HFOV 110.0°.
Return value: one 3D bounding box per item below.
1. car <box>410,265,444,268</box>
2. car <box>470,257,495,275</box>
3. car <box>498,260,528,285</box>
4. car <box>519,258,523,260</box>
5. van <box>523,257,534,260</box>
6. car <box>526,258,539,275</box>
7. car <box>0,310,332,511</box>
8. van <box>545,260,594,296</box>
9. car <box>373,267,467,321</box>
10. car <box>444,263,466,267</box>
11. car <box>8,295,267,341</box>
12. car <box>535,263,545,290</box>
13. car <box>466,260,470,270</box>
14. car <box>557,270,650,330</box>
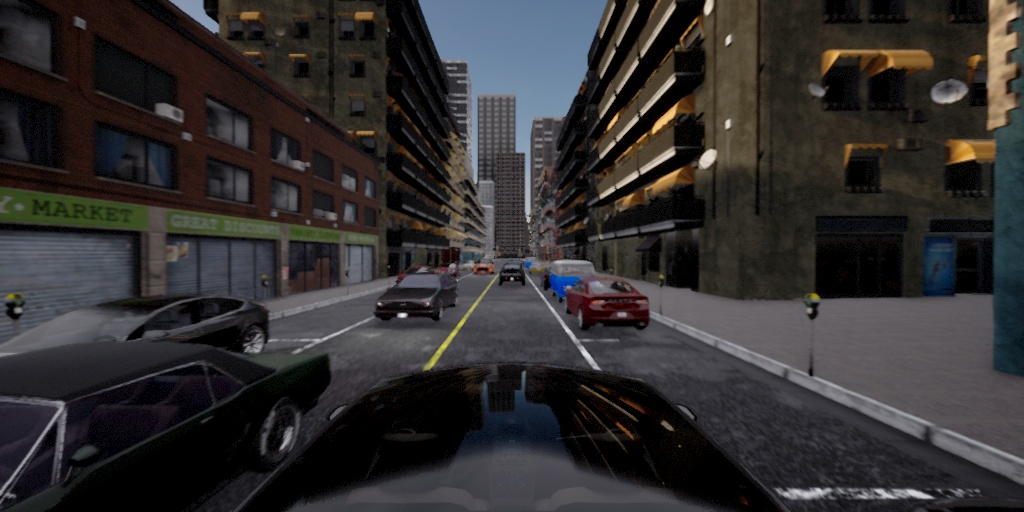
[{"bbox_3d":[-5.694,1.289,22.042,1.888,1.381,4.507,0,0,0],"label":"car"},{"bbox_3d":[-3.019,1.094,39.387,2.097,1.767,4.553,0,0,0],"label":"car"},{"bbox_3d":[0.021,1.251,26.008,1.837,1.490,4.892,0,0,0],"label":"car"},{"bbox_3d":[0.080,1.250,45.336,1.837,1.490,4.892,0,1,0],"label":"car"},{"bbox_3d":[2.685,1.085,49.647,1.690,1.789,3.998,0,0,0],"label":"van"},{"bbox_3d":[2.686,1.268,38.770,1.751,1.417,4.829,0,0,0],"label":"car"},{"bbox_3d":[-3.092,1.351,2.063,1.895,1.301,4.718,0,0,0],"label":"car"},{"bbox_3d":[2.687,1.087,16.506,1.690,1.789,3.998,0,0,0],"label":"van"},{"bbox_3d":[-3.076,1.294,12.782,2.033,1.411,5.357,0,0,0],"label":"car"},{"bbox_3d":[-5.695,1.325,33.089,1.802,1.307,4.207,0,0,0],"label":"car"},{"bbox_3d":[-5.693,1.314,5.472,1.948,1.339,4.313,0,0,0],"label":"car"},{"bbox_3d":[2.687,1.310,22.030,1.948,1.339,4.313,0,0,0],"label":"car"},{"bbox_3d":[-5.696,1.269,49.489,1.751,1.417,4.829,0,0,0],"label":"car"},{"bbox_3d":[2.688,1.292,10.983,1.888,1.381,4.507,0,0,0],"label":"car"}]
